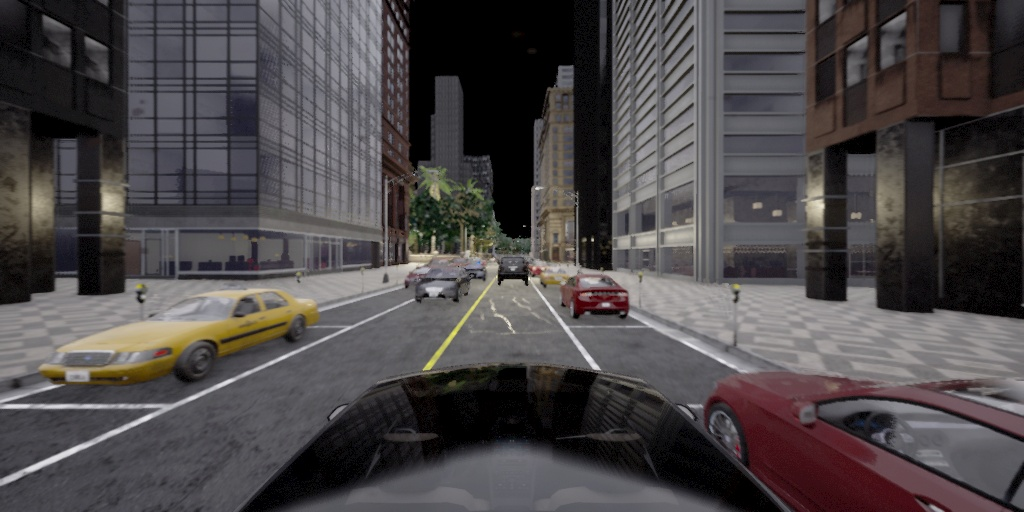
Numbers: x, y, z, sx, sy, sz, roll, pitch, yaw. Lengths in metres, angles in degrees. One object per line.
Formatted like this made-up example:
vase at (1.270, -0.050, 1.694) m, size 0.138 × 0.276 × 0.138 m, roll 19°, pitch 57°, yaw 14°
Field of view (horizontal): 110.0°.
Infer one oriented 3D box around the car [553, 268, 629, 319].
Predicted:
car at (2.758, 1.300, 12.760) m, size 1.888 × 1.381 × 4.507 m, roll 0°, pitch 0°, yaw 0°

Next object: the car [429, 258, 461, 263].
car at (-5.773, 1.082, 29.041) m, size 2.192 × 1.841 × 5.009 m, roll 0°, pitch 0°, yaw 0°

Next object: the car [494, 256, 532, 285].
car at (0.077, 0.989, 26.502) m, size 2.150 × 2.045 × 5.566 m, roll 0°, pitch 0°, yaw 0°

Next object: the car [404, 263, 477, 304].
car at (-3.053, 1.249, 16.532) m, size 2.128 × 1.511 × 4.902 m, roll 0°, pitch 0°, yaw 0°

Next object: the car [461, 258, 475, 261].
car at (-5.777, 1.093, 39.893) m, size 2.192 × 1.841 × 5.009 m, roll 0°, pitch 0°, yaw 0°

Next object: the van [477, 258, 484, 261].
van at (-5.783, 1.138, 56.171) m, size 1.690 × 1.789 × 3.998 m, roll 0°, pitch 0°, yaw 0°

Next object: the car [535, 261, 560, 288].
car at (2.754, 1.287, 23.780) m, size 1.751 × 1.417 × 4.829 m, roll 0°, pitch 0°, yaw 0°

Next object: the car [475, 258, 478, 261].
car at (-5.779, 1.329, 45.319) m, size 1.888 × 1.381 × 4.507 m, roll 0°, pitch 0°, yaw 0°

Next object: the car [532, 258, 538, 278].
car at (2.750, 1.212, 34.460) m, size 1.967 × 1.591 × 4.097 m, roll 0°, pitch 0°, yaw 0°

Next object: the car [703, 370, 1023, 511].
car at (2.762, 1.332, 1.910) m, size 1.802 × 1.307 × 4.207 m, roll 0°, pitch 0°, yaw 0°

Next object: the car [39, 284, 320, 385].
car at (-5.765, 1.278, 7.168) m, size 1.751 × 1.417 × 4.829 m, roll 0°, pitch 0°, yaw 0°

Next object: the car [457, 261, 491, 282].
car at (-3.010, 1.331, 29.208) m, size 1.994 × 1.385 × 4.181 m, roll 0°, pitch 0°, yaw 0°
